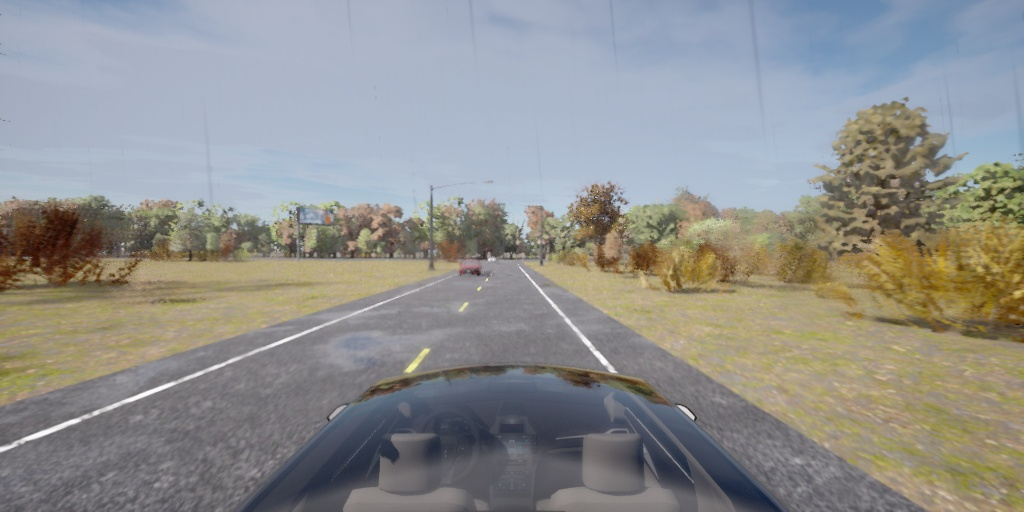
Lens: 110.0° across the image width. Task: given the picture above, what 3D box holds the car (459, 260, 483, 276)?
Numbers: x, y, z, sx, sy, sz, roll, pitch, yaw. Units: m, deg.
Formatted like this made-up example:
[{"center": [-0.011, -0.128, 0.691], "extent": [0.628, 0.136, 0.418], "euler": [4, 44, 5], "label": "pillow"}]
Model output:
[{"center": [-3.888, 1.086, 34.295], "extent": [1.882, 1.535, 5.008], "euler": [0, 0, 0], "label": "car"}]
